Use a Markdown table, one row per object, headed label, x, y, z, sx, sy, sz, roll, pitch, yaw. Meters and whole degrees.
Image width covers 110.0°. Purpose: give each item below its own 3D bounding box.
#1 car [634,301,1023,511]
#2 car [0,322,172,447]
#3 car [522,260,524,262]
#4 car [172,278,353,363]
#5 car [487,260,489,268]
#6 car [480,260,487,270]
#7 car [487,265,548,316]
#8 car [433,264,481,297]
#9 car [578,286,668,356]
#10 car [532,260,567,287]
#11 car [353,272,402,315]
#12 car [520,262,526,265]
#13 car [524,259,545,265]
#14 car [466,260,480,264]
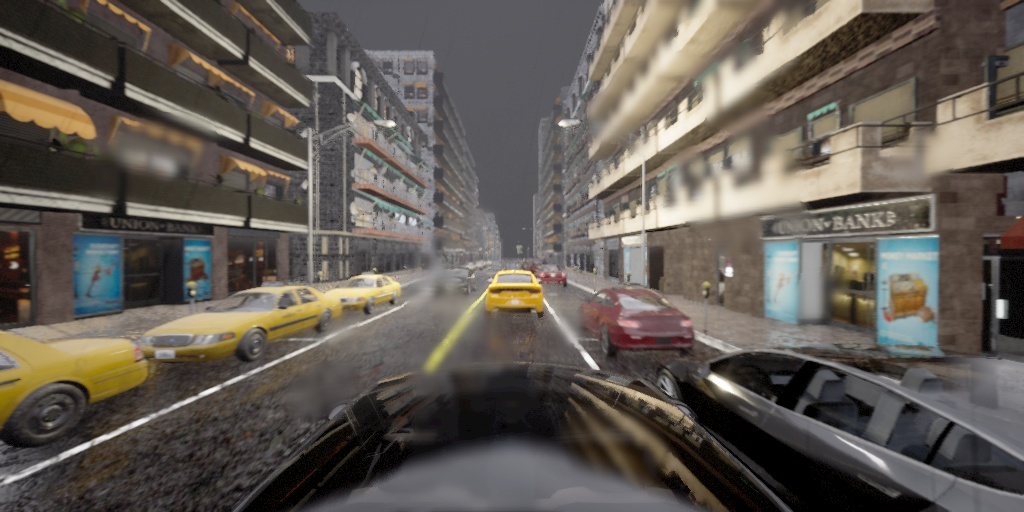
| label | x | y | z | sx | sy | sz | roll | pitch | yaw |
| --- | --- | --- | --- | --- | --- | --- | --- | --- | --- |
| car | 2.689 | 1.321 | 2.768 | 1.948 | 1.339 | 4.313 | 0 | 0 | 0 |
| car | -5.692 | 1.281 | 2.632 | 1.751 | 1.417 | 4.829 | 0 | 0 | 0 |
| car | 2.694 | 1.267 | 42.414 | 2.192 | 1.841 | 5.009 | 0 | 0 | 0 |
| car | -5.691 | 1.309 | 8.296 | 1.751 | 1.417 | 4.829 | 0 | 0 | 0 |
| car | -5.683 | 1.512 | 65.103 | 1.967 | 1.591 | 4.097 | 0 | 0 | 0 |
| car | -5.684 | 1.567 | 59.270 | 1.751 | 1.417 | 4.829 | 0 | 0 | 0 |
| car | 0.102 | 1.285 | 13.617 | 1.882 | 1.535 | 5.008 | 0 | 0 | 0 |
| car | -2.998 | 1.366 | 19.656 | 1.837 | 1.490 | 4.892 | 0 | -1 | 0 |
| car | 2.690 | 1.364 | 8.432 | 1.802 | 1.307 | 4.207 | 0 | 0 | 0 |
| car | 2.692 | 1.306 | 25.423 | 1.967 | 1.591 | 4.097 | 0 | 0 | 0 |
| car | -5.690 | 1.336 | 13.960 | 1.751 | 1.417 | 4.829 | 0 | 0 | 0 |
| car | 0.106 | 1.517 | 35.406 | 1.895 | 1.301 | 4.718 | 0 | 0 | 0 |
| car | 2.693 | 1.238 | 36.750 | 2.192 | 1.841 | 5.009 | 0 | 0 | 0 |
| car | -5.686 | 1.508 | 47.942 | 1.751 | 1.417 | 4.829 | 0 | 0 | 0 |
